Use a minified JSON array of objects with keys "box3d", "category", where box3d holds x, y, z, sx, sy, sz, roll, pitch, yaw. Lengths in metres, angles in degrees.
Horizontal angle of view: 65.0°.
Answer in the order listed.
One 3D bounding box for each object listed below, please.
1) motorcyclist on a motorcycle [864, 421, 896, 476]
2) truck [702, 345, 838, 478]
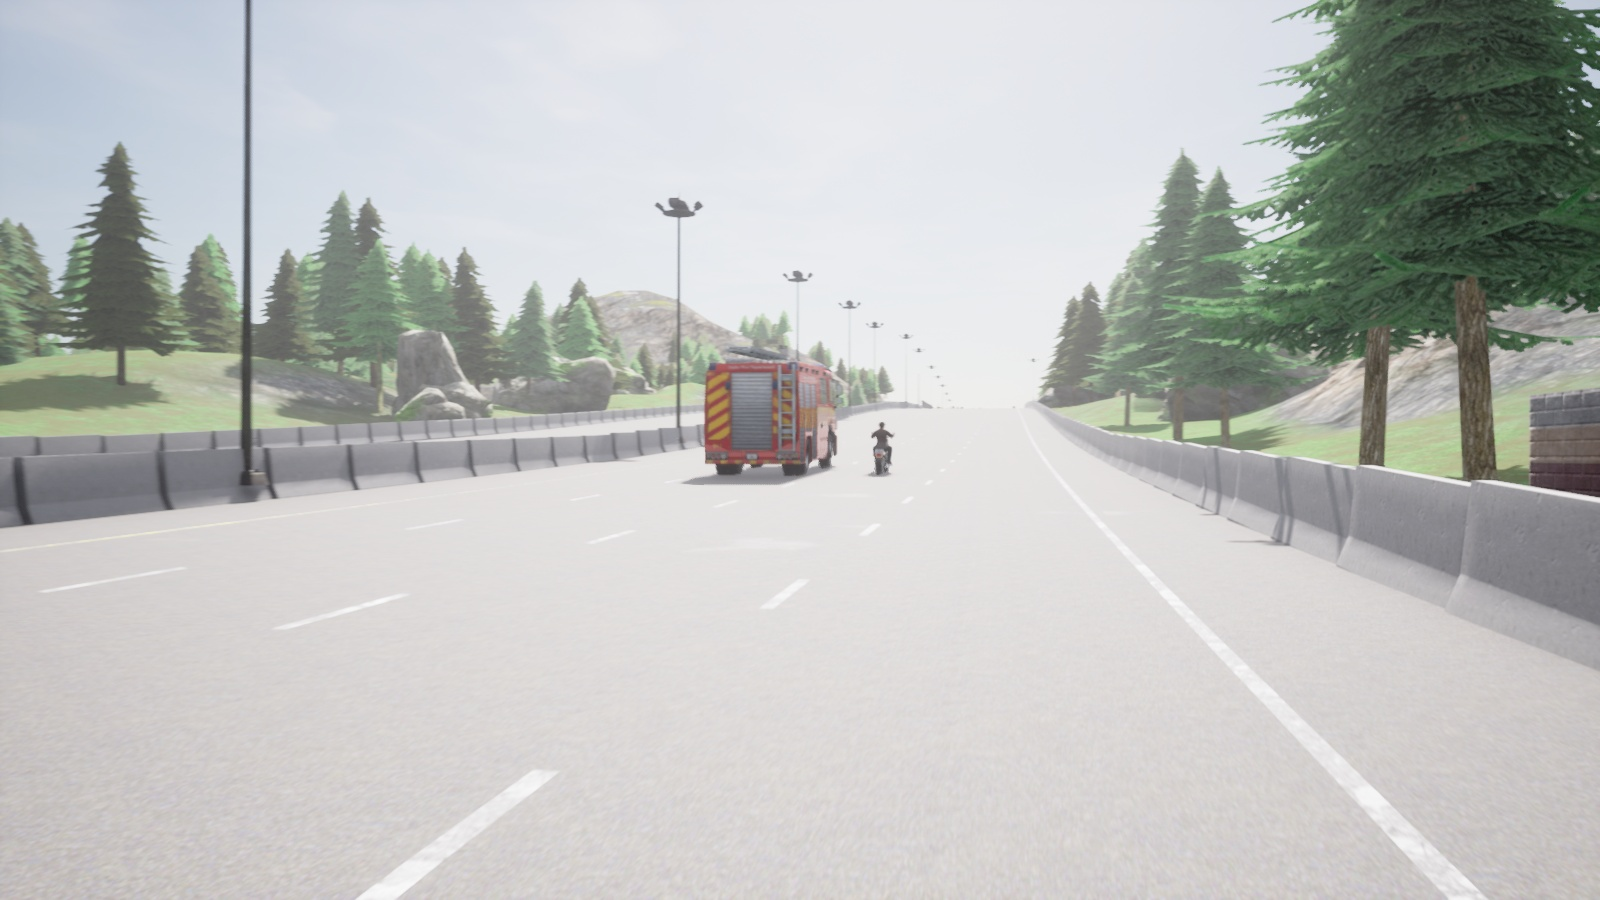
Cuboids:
[{"box3d":[2.494,-0.079,38.996,0.766,1.649,2.350,0,1,9],"category":"motorcyclist on a motorcycle"},{"box3d":[-0.768,-1.241,40.729,2.891,3.827,8.468,0,2,9],"category":"truck"}]
